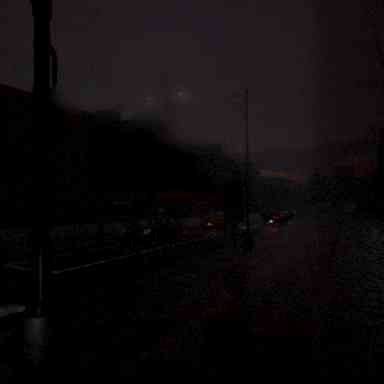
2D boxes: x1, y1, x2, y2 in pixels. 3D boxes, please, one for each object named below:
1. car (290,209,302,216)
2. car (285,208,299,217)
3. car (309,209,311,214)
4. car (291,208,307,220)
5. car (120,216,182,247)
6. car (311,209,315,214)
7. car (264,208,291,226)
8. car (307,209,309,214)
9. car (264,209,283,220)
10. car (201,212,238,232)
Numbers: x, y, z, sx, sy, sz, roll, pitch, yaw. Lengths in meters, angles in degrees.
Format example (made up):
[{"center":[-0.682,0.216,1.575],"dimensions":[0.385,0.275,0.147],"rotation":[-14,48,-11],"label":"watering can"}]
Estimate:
[{"center":[21.178,4.154,67.574],"dimensions":[1.802,1.307,4.206],"rotation":[-2,-3,25],"label":"car"},{"center":[18.839,3.797,62.670],"dimensions":[1.967,1.590,4.097],"rotation":[-2,-3,25],"label":"car"},{"center":[25.850,4.563,77.414],"dimensions":[2.008,1.369,4.403],"rotation":[-2,-3,25],"label":"car"},{"center":[15.343,3.404,49.109],"dimensions":[1.895,1.301,4.718],"rotation":[-1,-2,25],"label":"car"},{"center":[-2.185,2.063,18.413],"dimensions":[1.967,1.590,4.097],"rotation":[-2,-3,25],"label":"car"},{"center":[30.523,5.044,87.244],"dimensions":[1.802,1.307,4.206],"rotation":[-2,-3,25],"label":"car"},{"center":[9.091,2.789,35.947],"dimensions":[1.837,1.490,4.892],"rotation":[-1,-2,25],"label":"car"},{"center":[23.513,4.342,72.497],"dimensions":[2.008,1.369,4.403],"rotation":[-2,-3,25],"label":"car"},{"center":[11.760,3.255,47.762],"dimensions":[1.752,1.417,4.829],"rotation":[-2,-3,25],"label":"car"},{"center":[2.440,2.458,28.368],"dimensions":[1.882,1.535,5.008],"rotation":[-1,-2,25],"label":"car"}]
